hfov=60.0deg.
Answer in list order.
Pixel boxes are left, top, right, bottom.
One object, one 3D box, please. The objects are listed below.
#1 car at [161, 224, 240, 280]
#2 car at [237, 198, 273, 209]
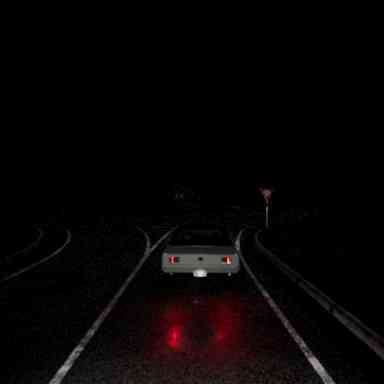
[{"bbox_3d":[0.276,1.625,10.013,1.895,1.301,4.718,0,0,2],"label":"car"},{"bbox_3d":[8.151,1.470,43.412,2.033,1.411,5.357,-1,0,-29],"label":"car"}]
